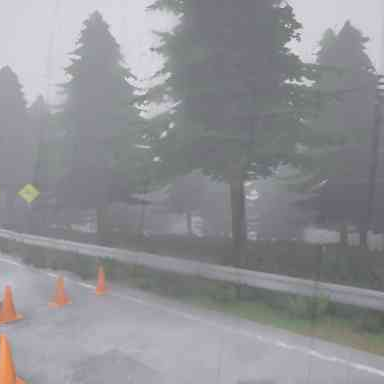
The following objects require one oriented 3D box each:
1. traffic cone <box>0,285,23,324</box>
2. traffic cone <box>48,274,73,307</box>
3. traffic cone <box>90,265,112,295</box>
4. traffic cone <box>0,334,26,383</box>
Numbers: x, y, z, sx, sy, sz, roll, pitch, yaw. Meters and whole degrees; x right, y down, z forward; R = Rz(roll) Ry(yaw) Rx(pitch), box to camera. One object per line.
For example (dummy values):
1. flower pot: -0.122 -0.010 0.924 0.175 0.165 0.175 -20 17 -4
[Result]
1. traffic cone: -3.192 1.916 5.798 0.340 0.580 0.340 1 0 36
2. traffic cone: -2.608 1.923 6.606 0.340 0.580 0.340 1 0 36
3. traffic cone: -2.026 1.930 7.416 0.340 0.580 0.340 1 0 36
4. traffic cone: -2.155 1.931 3.818 0.340 0.580 0.340 1 0 36
